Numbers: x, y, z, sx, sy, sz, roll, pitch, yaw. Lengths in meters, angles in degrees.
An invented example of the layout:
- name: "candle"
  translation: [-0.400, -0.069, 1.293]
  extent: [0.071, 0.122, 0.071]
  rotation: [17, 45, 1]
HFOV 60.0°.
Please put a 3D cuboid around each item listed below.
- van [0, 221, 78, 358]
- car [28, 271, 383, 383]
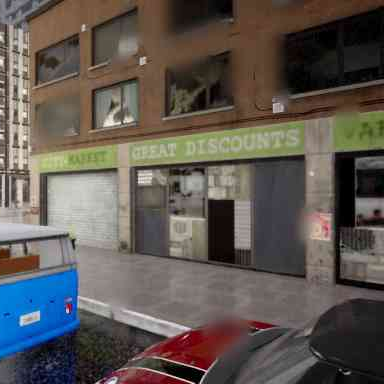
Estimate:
- name: "van"
  translation: [-3.528, 1.343, 5.228]
  extent: [3.998, 1.788, 1.690]
  rotation: [0, 0, 35]
- name: "car"
  translation: [1.112, 1.440, 1.933]
  extent: [4.097, 1.590, 1.967]
  rotation: [0, 0, 35]
